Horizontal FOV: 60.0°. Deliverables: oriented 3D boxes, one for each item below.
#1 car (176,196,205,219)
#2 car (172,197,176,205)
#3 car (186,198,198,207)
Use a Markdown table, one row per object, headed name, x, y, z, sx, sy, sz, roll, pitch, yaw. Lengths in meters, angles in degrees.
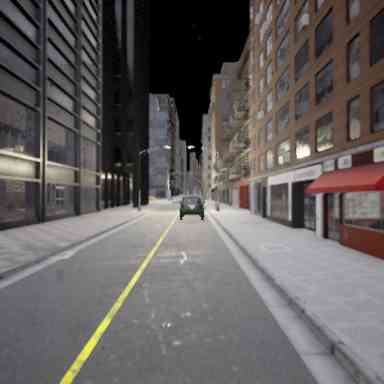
| name | x | y | z | sx | sy | sz | roll | pitch | yaw |
| --- | --- | --- | --- | --- | --- | --- | --- | --- | --- |
| car | 0.015 | 1.401 | 30.213 | 2.150 | 2.045 | 5.566 | 0 | 0 | 0 |
| car | -3.019 | 1.809 | 68.323 | 1.812 | 1.442 | 4.674 | 0 | 0 | 0 |
| car | -0.014 | 1.829 | 59.125 | 2.033 | 1.411 | 5.357 | 0 | 0 | 0 |
